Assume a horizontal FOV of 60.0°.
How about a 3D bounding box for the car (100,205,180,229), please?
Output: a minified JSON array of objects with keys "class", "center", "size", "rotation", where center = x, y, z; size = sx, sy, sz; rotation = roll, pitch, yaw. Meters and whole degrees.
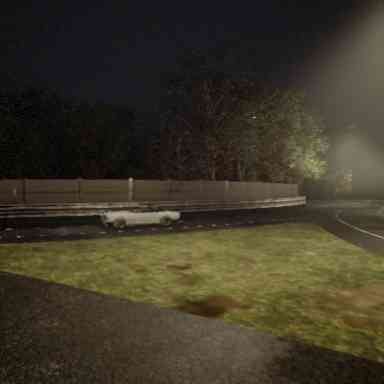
[{"class":"car","center":[-3.249,1.483,20.678],"size":[4.718,1.301,1.895],"rotation":[0,0,-27]}]
